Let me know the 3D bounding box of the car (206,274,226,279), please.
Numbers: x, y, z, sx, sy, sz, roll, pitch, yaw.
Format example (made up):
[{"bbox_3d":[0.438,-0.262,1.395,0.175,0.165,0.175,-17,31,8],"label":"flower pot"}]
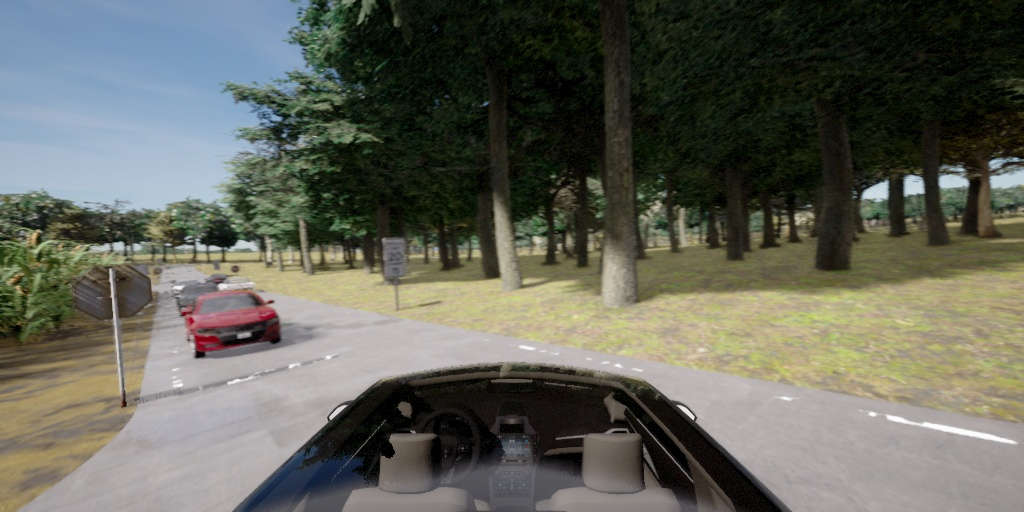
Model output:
[{"bbox_3d":[-32.393,2.760,39.565,1.837,1.490,4.892,-5,2,-44],"label":"car"}]

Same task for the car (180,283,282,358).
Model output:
[{"bbox_3d":[-8.454,1.805,10.749,1.882,1.535,5.008,-5,1,-44],"label":"car"}]

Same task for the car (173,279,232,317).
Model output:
[{"bbox_3d":[-16.524,2.217,19.054,1.837,1.490,4.892,-5,2,-44],"label":"car"}]

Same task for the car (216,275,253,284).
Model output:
[{"bbox_3d":[-22.996,2.484,29.937,1.895,1.301,4.718,-5,2,-44],"label":"car"}]

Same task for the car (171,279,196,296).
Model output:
[{"bbox_3d":[-27.012,2.661,29.875,1.812,1.442,4.674,-5,2,-44],"label":"car"}]
